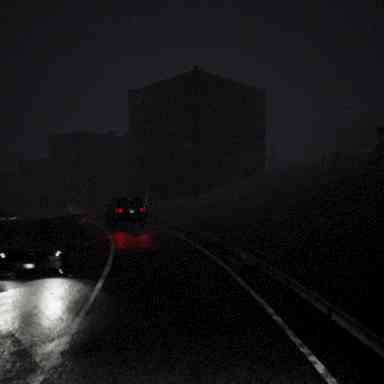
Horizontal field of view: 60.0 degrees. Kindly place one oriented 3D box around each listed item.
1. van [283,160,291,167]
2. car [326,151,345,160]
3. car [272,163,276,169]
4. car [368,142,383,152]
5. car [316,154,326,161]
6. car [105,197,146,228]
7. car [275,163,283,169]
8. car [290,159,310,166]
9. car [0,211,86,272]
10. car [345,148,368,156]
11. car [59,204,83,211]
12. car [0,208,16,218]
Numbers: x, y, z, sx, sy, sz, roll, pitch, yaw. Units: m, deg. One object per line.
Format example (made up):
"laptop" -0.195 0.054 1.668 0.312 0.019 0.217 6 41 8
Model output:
"van" 21.038 -5.652 69.033 1.878 1.987 4.442 0 1 -1
"car" 21.433 -5.077 47.109 2.185 1.767 4.553 0 1 -1
"car" 20.838 -5.888 80.160 2.435 2.045 5.566 0 1 -1
"car" 21.634 -4.815 35.944 2.185 1.767 4.553 0 1 -1
"car" 21.334 -5.202 52.627 2.185 1.767 4.553 0 1 -1
"car" -4.865 1.414 23.976 2.150 2.045 5.566 -1 -1 -22
"car" 20.937 -5.496 74.679 2.002 1.452 4.674 0 1 -1
"car" 21.135 -5.315 63.642 2.231 1.521 4.892 0 1 -1
"car" -4.811 1.607 11.430 2.033 1.411 5.357 0 -1 -11
"car" 21.535 -4.778 41.439 2.002 1.452 4.674 0 1 -1
"car" -14.430 2.215 39.618 1.812 1.442 4.674 -1 -1 -39
"car" -26.528 2.928 46.336 5.357 1.411 2.033 -4 -1 38
